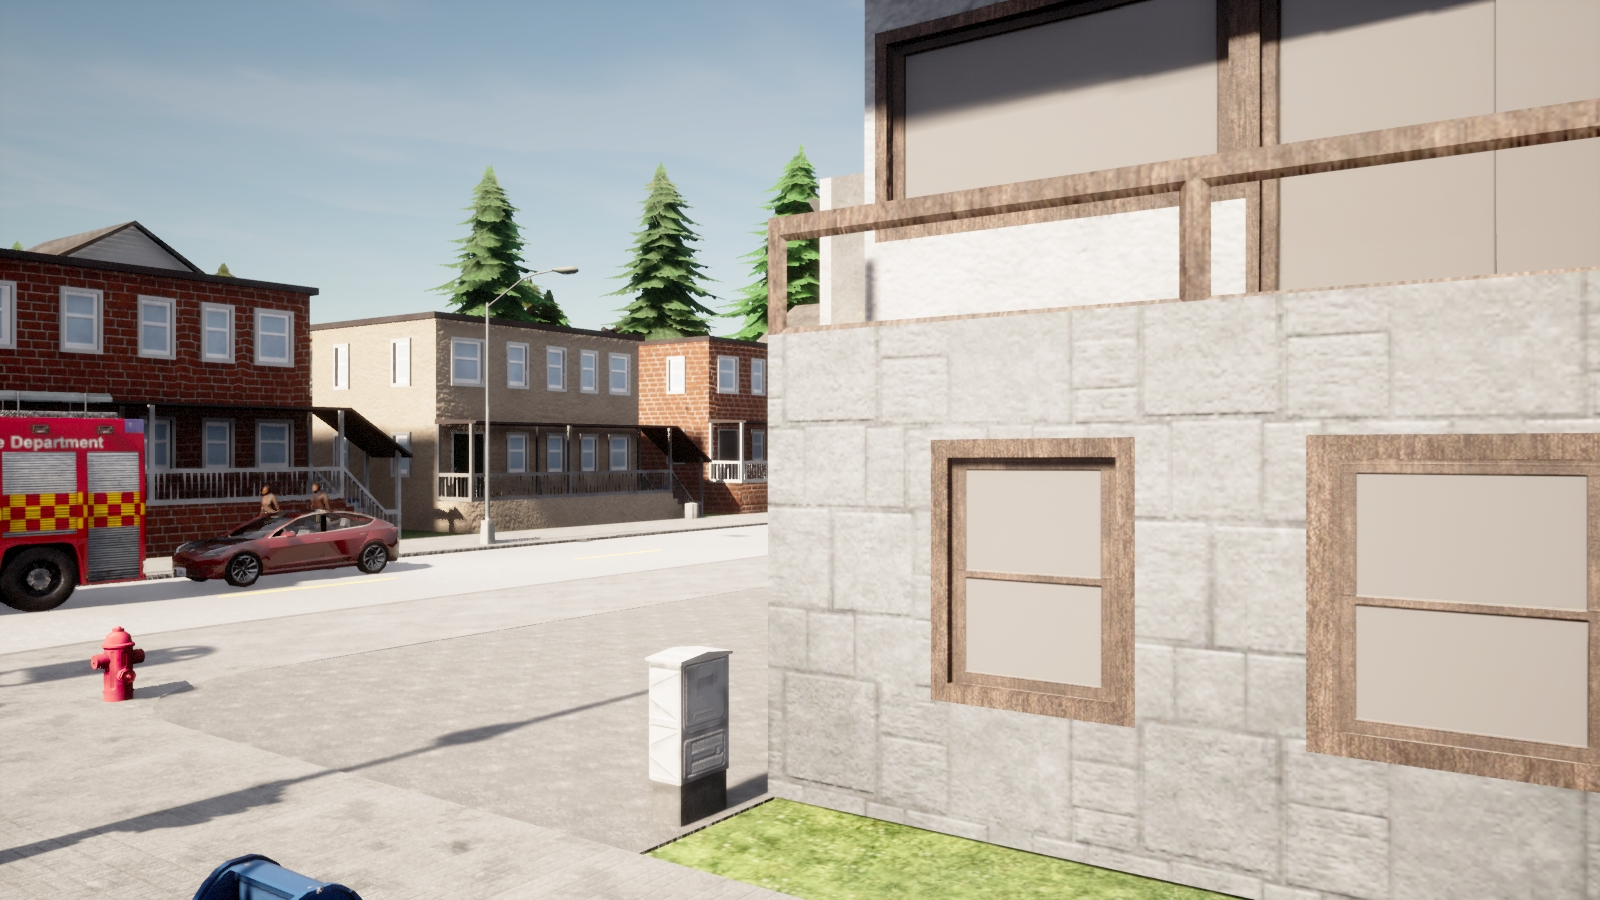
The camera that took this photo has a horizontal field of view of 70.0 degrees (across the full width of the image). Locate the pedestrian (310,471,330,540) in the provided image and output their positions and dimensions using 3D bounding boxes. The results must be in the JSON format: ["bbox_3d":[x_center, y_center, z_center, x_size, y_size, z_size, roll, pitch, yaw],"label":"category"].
[{"bbox_3d":[-13.177,1.516,31.370,0.375,1.860,0.375,0,0,38],"label":"pedestrian"}]

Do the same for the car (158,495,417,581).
[{"bbox_3d":[-11.152,1.843,25.200,2.163,1.488,4.792,0,0,35],"label":"car"}]

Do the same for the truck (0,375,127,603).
[{"bbox_3d":[-16.014,0.669,18.361,2.891,3.827,8.468,0,0,40],"label":"truck"}]

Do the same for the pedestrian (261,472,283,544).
[{"bbox_3d":[-13.810,1.516,29.858,0.375,1.860,0.375,0,0,31],"label":"pedestrian"}]
